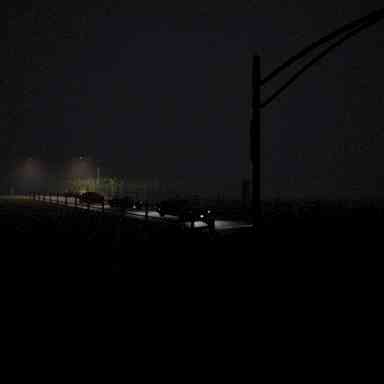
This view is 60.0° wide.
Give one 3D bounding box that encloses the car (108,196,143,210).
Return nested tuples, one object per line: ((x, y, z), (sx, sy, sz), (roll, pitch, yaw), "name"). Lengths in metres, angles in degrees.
((-6.583, 1.051, 32.620), (1.895, 1.301, 4.718), (0, 1, -35), "car")

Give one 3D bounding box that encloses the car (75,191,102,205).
((-12.445, 0.744, 41.074), (1.882, 1.535, 5.008), (0, 1, -35), "car")

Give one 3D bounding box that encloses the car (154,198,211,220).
((-0.847, 1.180, 24.367), (2.033, 1.411, 5.357), (0, 1, -35), "car")

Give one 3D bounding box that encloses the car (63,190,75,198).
((-22.517, 0.355, 62.022), (1.882, 1.535, 5.008), (0, 1, -35), "car")
